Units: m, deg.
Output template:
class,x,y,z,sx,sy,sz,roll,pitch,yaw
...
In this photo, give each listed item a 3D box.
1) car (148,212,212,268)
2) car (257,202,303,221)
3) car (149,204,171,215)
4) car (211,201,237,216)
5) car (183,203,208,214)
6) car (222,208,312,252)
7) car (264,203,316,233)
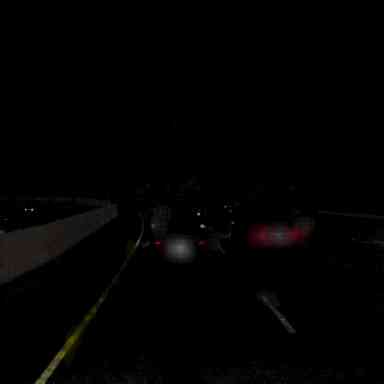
class,x,y,z,sx,sy,sz,roll,pitch,yaw
car,-0.458,1.638,11.696,1.994,1.385,4.181,0,0,-4
car,7.917,1.728,30.574,2.033,1.411,5.357,0,0,-9
car,-3.289,1.814,33.588,1.895,1.301,4.718,0,0,-11
car,3.416,1.709,35.626,2.128,1.511,4.902,0,0,-11
car,0.229,1.811,33.827,1.895,1.301,4.718,0,0,-10
car,2.897,1.633,14.315,2.033,1.411,5.357,0,0,-5
car,5.813,1.644,20.094,1.812,1.442,4.674,0,0,-6
